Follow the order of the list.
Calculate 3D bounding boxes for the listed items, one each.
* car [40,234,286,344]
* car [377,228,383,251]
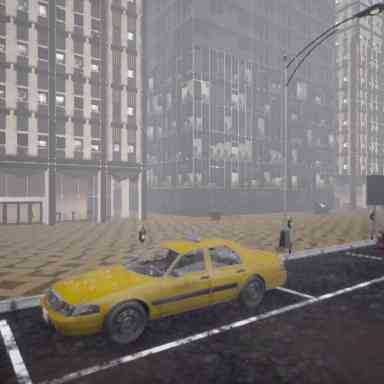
[{"bbox_3d":[-0.242,1.525,6.388,4.829,1.417,1.752,0,0,-35],"label":"car"},{"bbox_3d":[8.905,1.547,12.913,4.507,1.381,1.887,0,0,-35],"label":"car"}]
